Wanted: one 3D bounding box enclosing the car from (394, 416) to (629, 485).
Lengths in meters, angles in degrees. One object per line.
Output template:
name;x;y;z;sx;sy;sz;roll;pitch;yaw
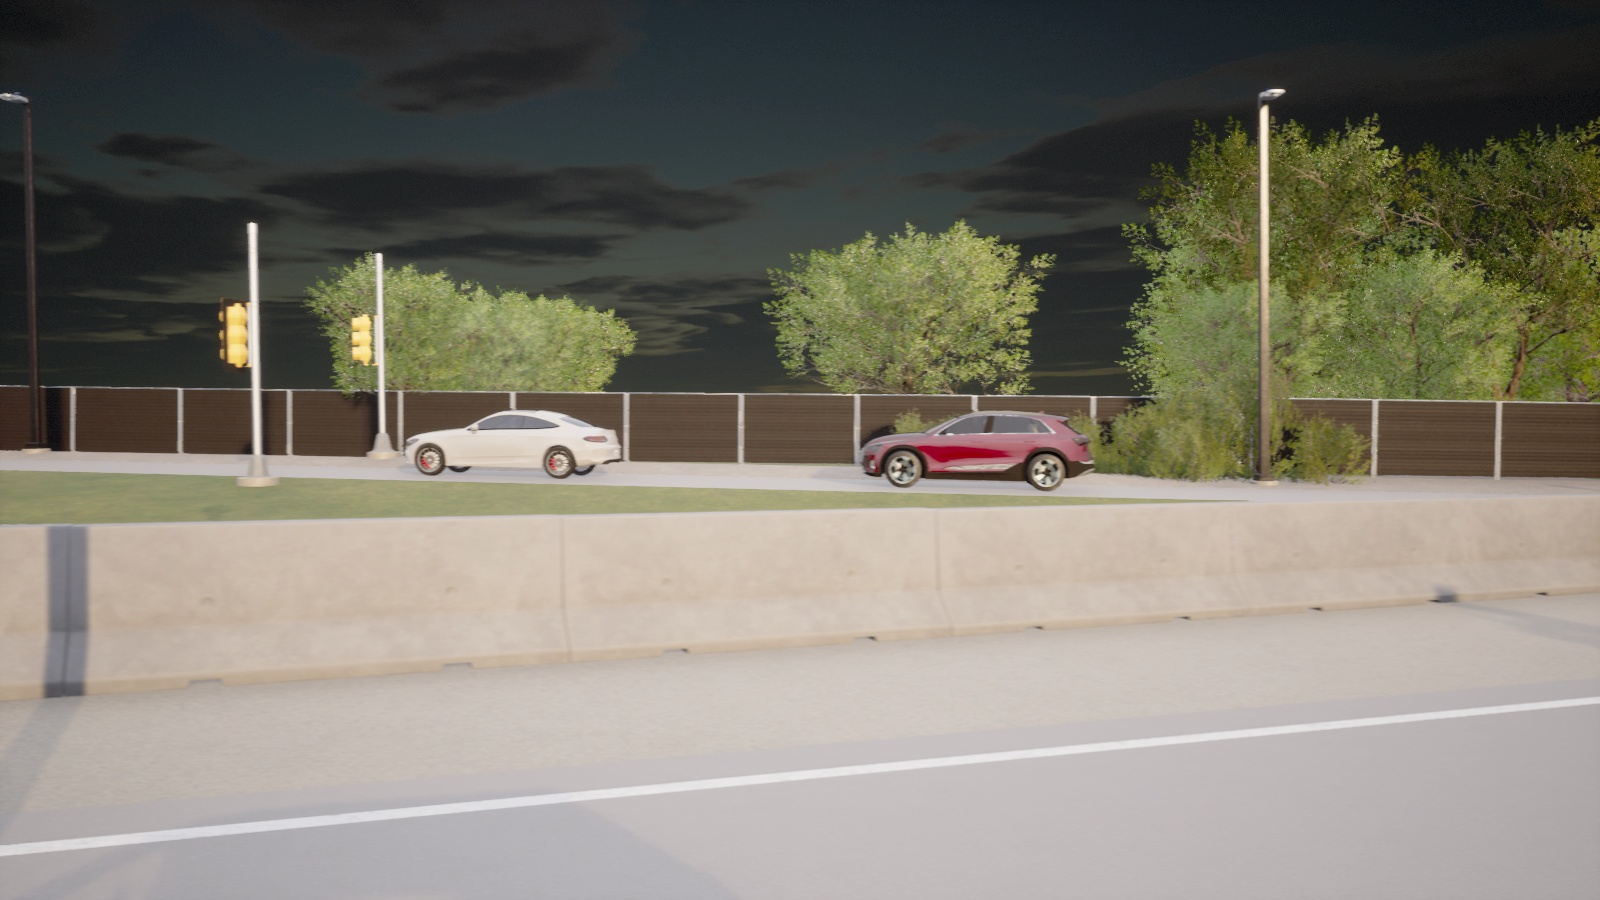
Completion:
car;-6.271;-0.018;27.569;4.674;1.442;1.812;0;2;6

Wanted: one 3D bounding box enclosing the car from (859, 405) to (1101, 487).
car;3.725;-0.110;26.503;4.856;1.649;2.033;0;2;6
